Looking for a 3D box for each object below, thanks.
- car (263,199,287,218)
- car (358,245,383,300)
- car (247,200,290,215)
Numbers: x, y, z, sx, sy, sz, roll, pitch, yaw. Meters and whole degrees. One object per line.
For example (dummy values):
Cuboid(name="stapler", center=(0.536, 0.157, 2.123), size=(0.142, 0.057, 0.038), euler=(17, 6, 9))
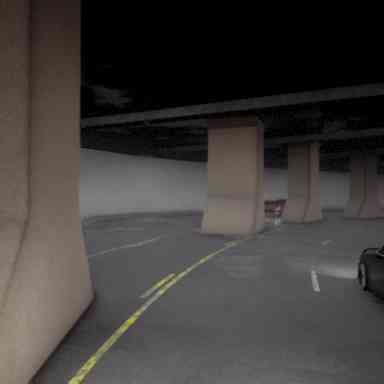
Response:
Cuboid(name="car", center=(8.396, 1.407, 30.670), size=(4.553, 1.767, 2.097), euler=(1, 0, -40))
Cuboid(name="car", center=(4.517, 1.547, 6.052), size=(1.837, 1.490, 4.892), euler=(0, 0, 12))
Cuboid(name="car", center=(8.137, 1.572, 35.047), size=(4.674, 1.442, 1.812), euler=(1, 0, -38))
